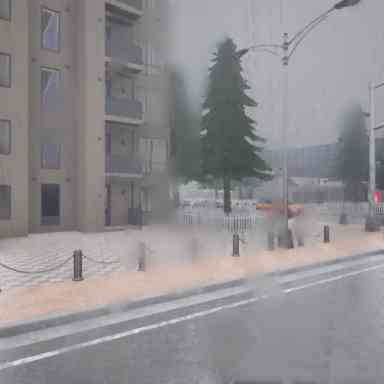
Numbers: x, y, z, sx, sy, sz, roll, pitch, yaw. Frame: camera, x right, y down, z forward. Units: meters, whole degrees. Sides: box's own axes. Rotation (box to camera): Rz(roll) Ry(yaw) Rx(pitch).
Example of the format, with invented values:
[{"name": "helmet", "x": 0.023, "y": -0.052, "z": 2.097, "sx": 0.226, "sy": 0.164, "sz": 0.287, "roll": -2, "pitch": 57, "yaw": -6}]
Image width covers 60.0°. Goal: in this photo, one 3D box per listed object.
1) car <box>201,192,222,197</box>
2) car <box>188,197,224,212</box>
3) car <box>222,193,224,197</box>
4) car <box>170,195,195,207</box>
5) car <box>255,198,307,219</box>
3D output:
[{"name": "car", "x": 5.388, "y": 1.120, "z": 92.669, "sx": 1.932, "sy": 1.855, "sz": 4.605, "roll": 0, "pitch": 0, "yaw": -37}, {"name": "car", "x": 1.828, "y": 1.582, "z": 37.589, "sx": 1.994, "sy": 1.385, "sz": 4.181, "roll": 0, "pitch": 0, "yaw": -37}, {"name": "car", "x": 7.475, "y": 1.100, "z": 94.733, "sx": 1.905, "sy": 1.878, "sz": 3.866, "roll": 0, "pitch": 0, "yaw": -37}, {"name": "car", "x": -2.308, "y": 1.566, "z": 49.138, "sx": 2.033, "sy": 1.411, "sz": 5.357, "roll": 0, "pitch": 0, "yaw": -37}, {"name": "car", "x": 7.872, "y": 1.370, "z": 29.600, "sx": 2.097, "sy": 1.767, "sz": 4.553, "roll": 0, "pitch": 0, "yaw": -37}]
